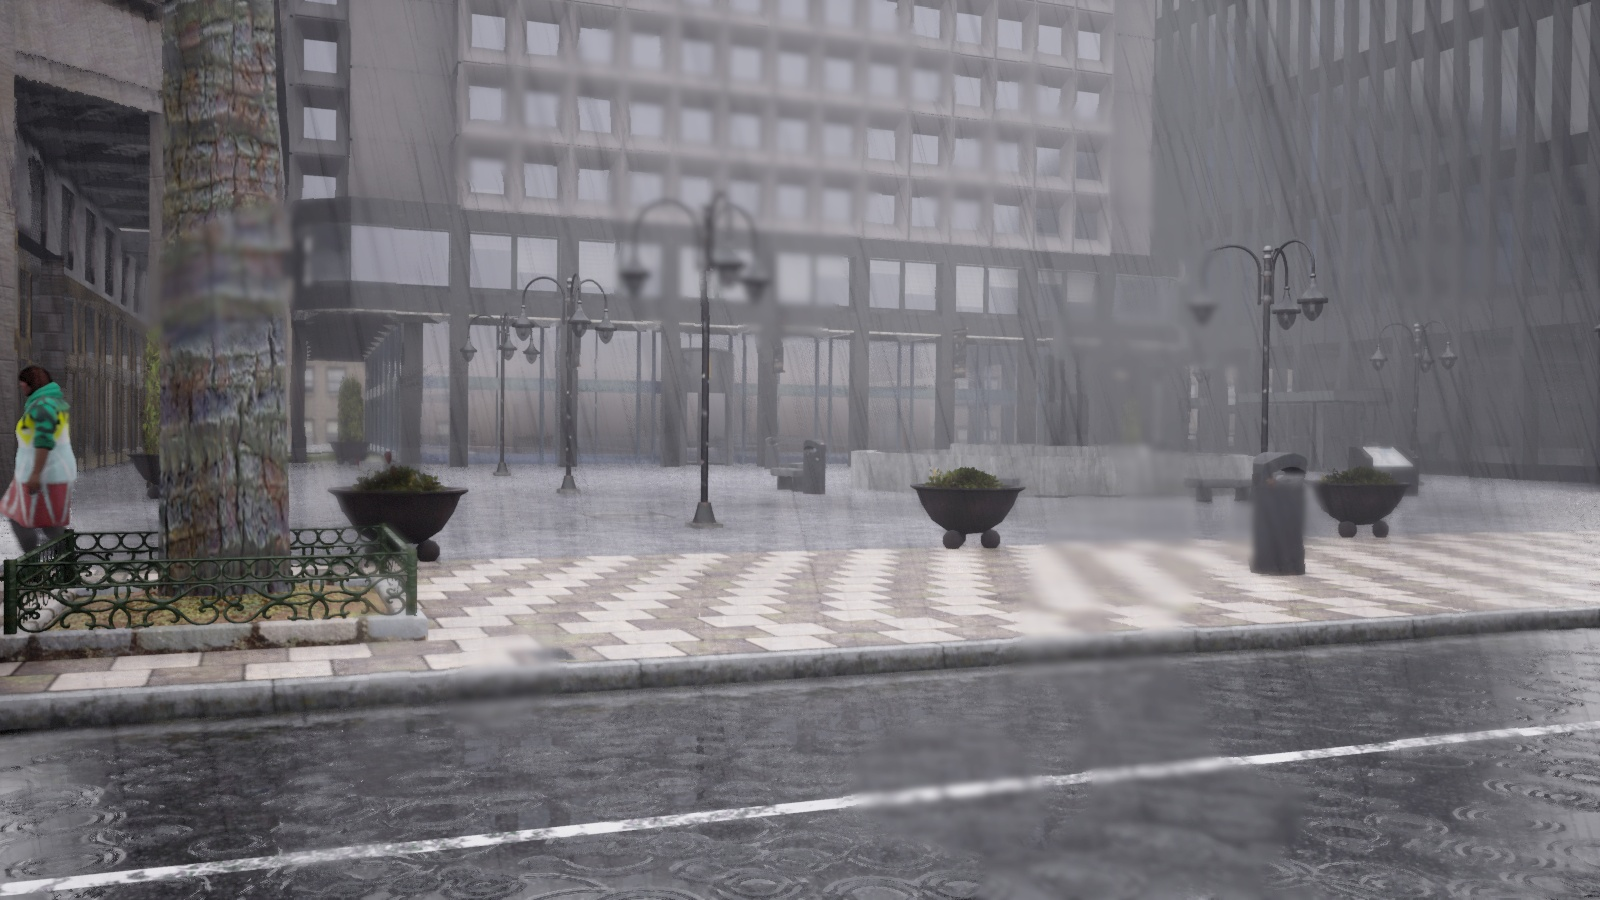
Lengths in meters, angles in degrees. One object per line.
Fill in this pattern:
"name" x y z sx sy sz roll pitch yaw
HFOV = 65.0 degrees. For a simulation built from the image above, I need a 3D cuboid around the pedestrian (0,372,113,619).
"pedestrian" -6.219 0.353 10.357 0.873 1.952 0.659 -1 1 -22
